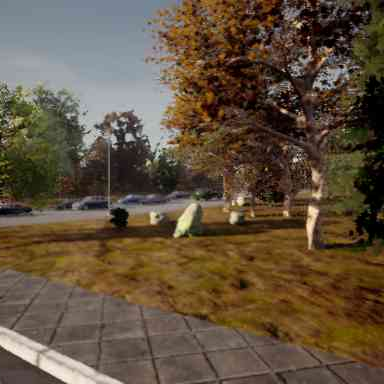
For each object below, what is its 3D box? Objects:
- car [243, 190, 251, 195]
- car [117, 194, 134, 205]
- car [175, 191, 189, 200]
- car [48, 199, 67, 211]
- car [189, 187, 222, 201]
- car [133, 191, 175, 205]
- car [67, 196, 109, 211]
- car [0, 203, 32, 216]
[{"bbox_3d":[11.592,-0.109,64.200,1.994,1.385,4.181,0,3,35],"label":"car"},{"bbox_3d":[-8.977,1.095,49.549,1.812,1.442,4.674,0,2,39],"label":"car"},{"bbox_3d":[-2.442,0.550,57.600,2.128,1.511,4.902,0,3,40],"label":"car"},{"bbox_3d":[-15.170,1.488,41.889,2.033,1.411,5.357,0,1,39],"label":"car"},{"bbox_3d":[2.544,0.283,52.411,2.150,2.045,5.566,0,2,39],"label":"car"},{"bbox_3d":[-5.433,1.037,48.384,2.033,1.411,5.357,0,2,39],"label":"car"},{"bbox_3d":[-12.103,1.257,40.115,2.097,1.767,4.553,0,1,39],"label":"car"},{"bbox_3d":[-18.360,1.724,32.348,1.895,1.301,4.718,0,1,39],"label":"car"}]
